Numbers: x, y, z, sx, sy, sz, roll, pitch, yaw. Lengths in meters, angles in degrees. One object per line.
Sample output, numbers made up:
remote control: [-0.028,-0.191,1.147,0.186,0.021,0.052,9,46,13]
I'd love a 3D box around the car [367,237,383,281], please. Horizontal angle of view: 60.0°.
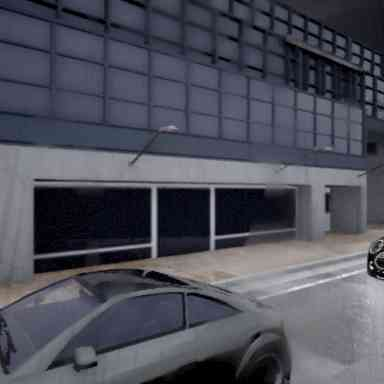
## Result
car: [6.547,1.352,8.656,4.553,1.767,2.097,0,0,-35]

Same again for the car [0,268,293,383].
car: [-0.935,1.564,3.317,4.181,1.385,1.994,0,0,-35]
